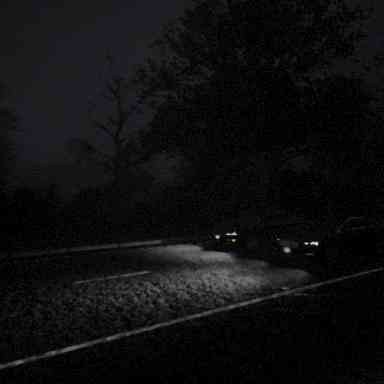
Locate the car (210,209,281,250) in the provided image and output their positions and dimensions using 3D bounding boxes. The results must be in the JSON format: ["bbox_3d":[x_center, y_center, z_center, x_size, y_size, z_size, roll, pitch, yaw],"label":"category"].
[{"bbox_3d":[3.019,1.546,14.553,4.892,1.490,1.837,0,0,-34],"label":"car"}]

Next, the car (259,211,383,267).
[{"bbox_3d":[4.961,1.533,11.641,4.902,1.511,2.128,0,0,-34],"label":"car"}]
